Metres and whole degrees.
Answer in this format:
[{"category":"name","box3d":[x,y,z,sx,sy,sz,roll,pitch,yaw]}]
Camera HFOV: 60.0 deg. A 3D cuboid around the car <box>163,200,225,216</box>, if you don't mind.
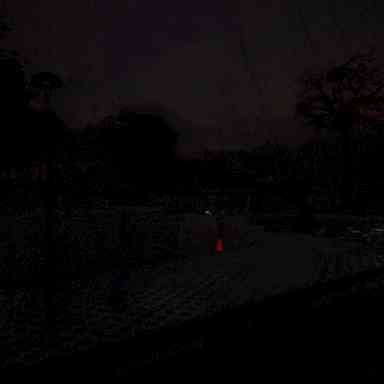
[{"category":"car","box3d":[0.097,1.406,23.467,4.553,1.767,2.097,0,3,37]}]
